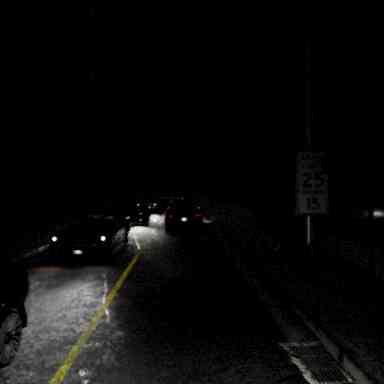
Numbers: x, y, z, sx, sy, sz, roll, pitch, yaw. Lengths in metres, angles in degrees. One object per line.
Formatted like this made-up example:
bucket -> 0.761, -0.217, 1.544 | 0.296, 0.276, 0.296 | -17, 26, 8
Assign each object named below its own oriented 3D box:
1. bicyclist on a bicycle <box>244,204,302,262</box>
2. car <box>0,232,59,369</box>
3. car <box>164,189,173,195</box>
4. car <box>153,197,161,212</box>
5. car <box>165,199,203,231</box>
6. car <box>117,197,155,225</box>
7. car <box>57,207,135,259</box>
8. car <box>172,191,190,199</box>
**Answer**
bicyclist on a bicycle -> 2.257, 1.147, 9.209 | 1.656, 1.620, 0.582 | 0, 1, -2
car -> -3.150, 1.465, 2.776 | 2.128, 1.511, 4.902 | 0, 1, -2
car -> -5.453, 0.129, 78.608 | 1.837, 1.490, 4.892 | 0, 1, -2
car -> -4.001, 1.153, 31.041 | 1.895, 1.301, 4.718 | 0, 1, -1
car -> -0.451, 1.289, 18.362 | 1.994, 1.385, 4.181 | 0, 1, -2
car -> -3.715, 1.265, 21.111 | 1.994, 1.385, 4.181 | 0, 1, -1
car -> -3.439, 1.437, 12.039 | 1.895, 1.301, 4.718 | 0, 1, -2
car -> -1.329, 0.850, 46.644 | 2.033, 1.411, 5.357 | 0, 1, -2
